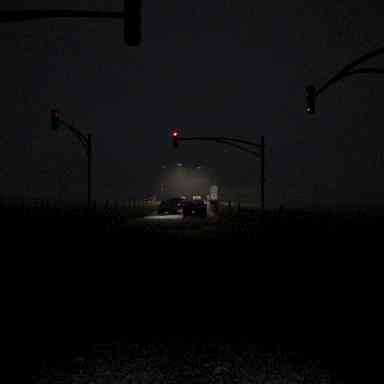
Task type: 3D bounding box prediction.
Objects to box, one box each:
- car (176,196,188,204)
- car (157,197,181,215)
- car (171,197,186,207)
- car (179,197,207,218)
[{"bbox_3d":[-1.924,1.581,63.810,1.994,1.385,4.181,0,0,2],"label":"car"},{"bbox_3d":[-2.414,1.553,34.180,2.033,1.411,5.357,0,0,0],"label":"car"},{"bbox_3d":[-2.122,1.560,53.805,2.033,1.411,5.357,0,0,1],"label":"car"},{"bbox_3d":[0.296,1.482,29.829,1.882,1.535,5.008,0,0,5],"label":"car"}]
